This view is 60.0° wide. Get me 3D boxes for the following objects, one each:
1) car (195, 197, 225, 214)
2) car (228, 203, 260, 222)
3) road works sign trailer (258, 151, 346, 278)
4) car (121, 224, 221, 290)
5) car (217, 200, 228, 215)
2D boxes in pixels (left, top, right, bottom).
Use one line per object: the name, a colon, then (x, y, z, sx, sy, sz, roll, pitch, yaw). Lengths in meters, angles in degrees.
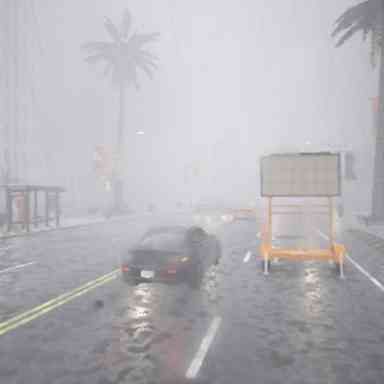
car: (2.492, 1.657, 42.207, 2.150, 2.045, 5.566, -1, -1, 31)
car: (4.799, 1.757, 29.213, 1.882, 1.535, 5.008, -1, -1, 17)
road works sign trailer: (3.409, 0.554, 10.575, 2.380, 3.560, 2.880, -1, -1, 14)
car: (-0.383, 1.631, 9.425, 1.812, 1.442, 4.674, -1, -1, 14)
car: (5.057, 1.951, 39.454, 1.994, 1.385, 4.181, -1, -1, 30)
